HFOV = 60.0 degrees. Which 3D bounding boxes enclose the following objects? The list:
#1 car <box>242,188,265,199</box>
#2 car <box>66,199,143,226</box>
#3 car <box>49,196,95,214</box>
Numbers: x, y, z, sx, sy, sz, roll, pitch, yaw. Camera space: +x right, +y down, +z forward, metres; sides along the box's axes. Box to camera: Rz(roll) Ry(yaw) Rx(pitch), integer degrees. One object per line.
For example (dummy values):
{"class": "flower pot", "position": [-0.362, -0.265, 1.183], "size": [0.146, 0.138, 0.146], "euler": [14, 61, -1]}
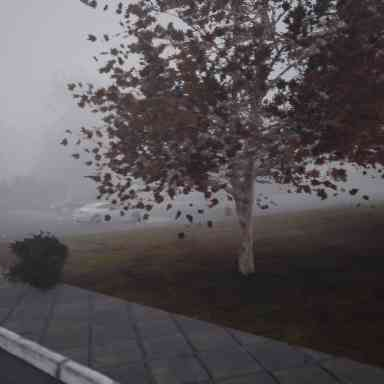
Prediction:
{"class": "car", "position": [7.450, 0.293, 44.132], "size": [4.892, 1.490, 1.837], "euler": [-4, 2, -29]}
{"class": "car", "position": [-5.513, 1.363, 22.075], "size": [4.674, 1.442, 1.812], "euler": [-1, 1, -41]}
{"class": "car", "position": [-10.881, 1.169, 31.357], "size": [4.892, 1.490, 1.837], "euler": [-2, 2, -40]}
